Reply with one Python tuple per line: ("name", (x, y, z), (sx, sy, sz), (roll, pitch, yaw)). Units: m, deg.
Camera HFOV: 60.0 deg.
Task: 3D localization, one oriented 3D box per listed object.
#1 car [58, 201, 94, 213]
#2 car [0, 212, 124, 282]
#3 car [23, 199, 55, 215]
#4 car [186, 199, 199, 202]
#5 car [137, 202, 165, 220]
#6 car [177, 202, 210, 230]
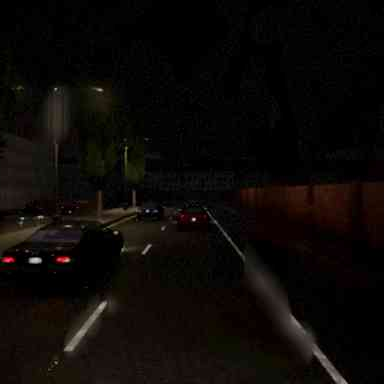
("car", (-11.509, 1.561, 33.556), (1.895, 1.301, 4.718), (0, 0, 0))
("car", (-3.402, 1.536, 9.729), (2.033, 1.411, 5.357), (0, 0, 0))
("car", (-15.012, 1.439, 33.286), (1.882, 1.535, 5.008), (0, 0, 0))
("car", (0.092, 1.502, 39.223), (2.033, 1.411, 5.357), (0, 0, 0))
("car", (-3.406, 1.514, 27.952), (2.033, 1.411, 5.357), (0, 0, 0))
("car", (0.095, 1.539, 21.111), (1.994, 1.385, 4.181), (0, 0, 0))
